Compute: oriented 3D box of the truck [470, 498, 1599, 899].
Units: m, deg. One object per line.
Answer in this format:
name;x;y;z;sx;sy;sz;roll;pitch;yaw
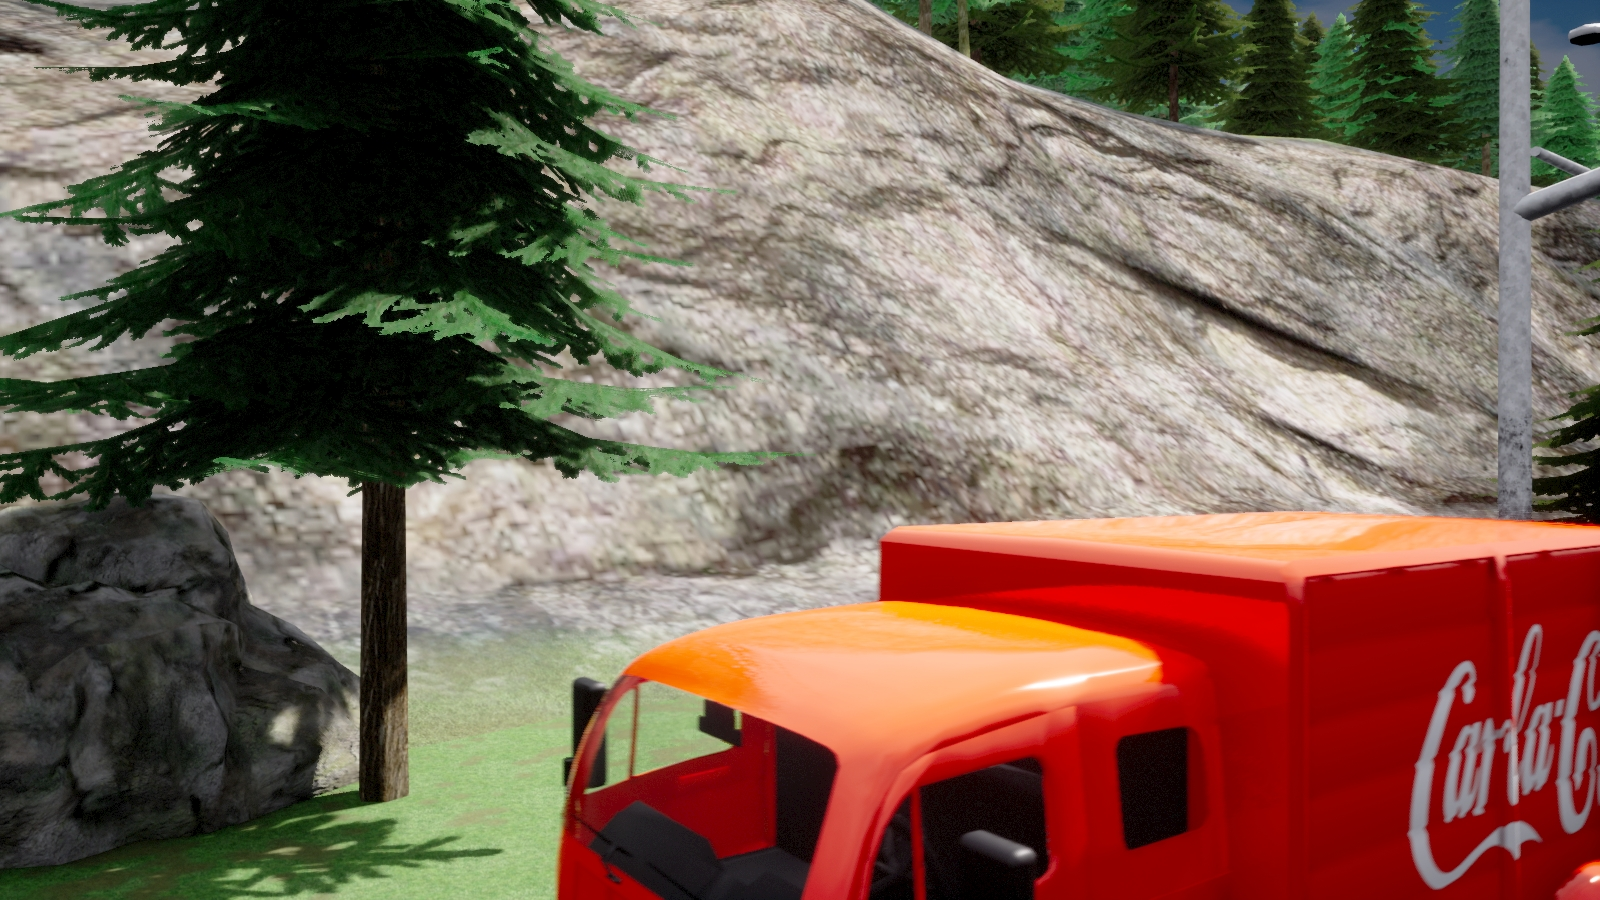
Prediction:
truck;1.594;1.548;4.887;5.204;2.467;2.627;0;0;-35
